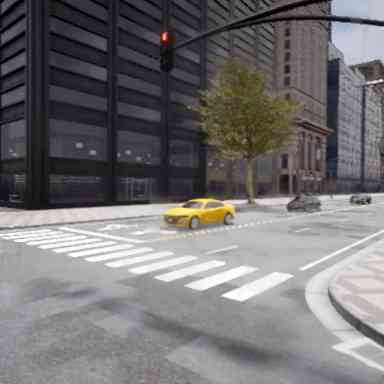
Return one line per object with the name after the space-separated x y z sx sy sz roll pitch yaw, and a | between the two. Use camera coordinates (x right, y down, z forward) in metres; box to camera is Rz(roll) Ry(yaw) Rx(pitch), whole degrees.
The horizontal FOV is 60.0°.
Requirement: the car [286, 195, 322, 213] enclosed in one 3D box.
10.314 1.042 30.448 1.837 1.490 4.892 1 1 40 | car

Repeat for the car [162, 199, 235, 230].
0.486 1.155 18.872 1.882 1.535 5.008 1 1 40 | car

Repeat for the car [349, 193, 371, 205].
22.783 0.884 44.991 2.128 1.511 4.902 1 1 40 | car
